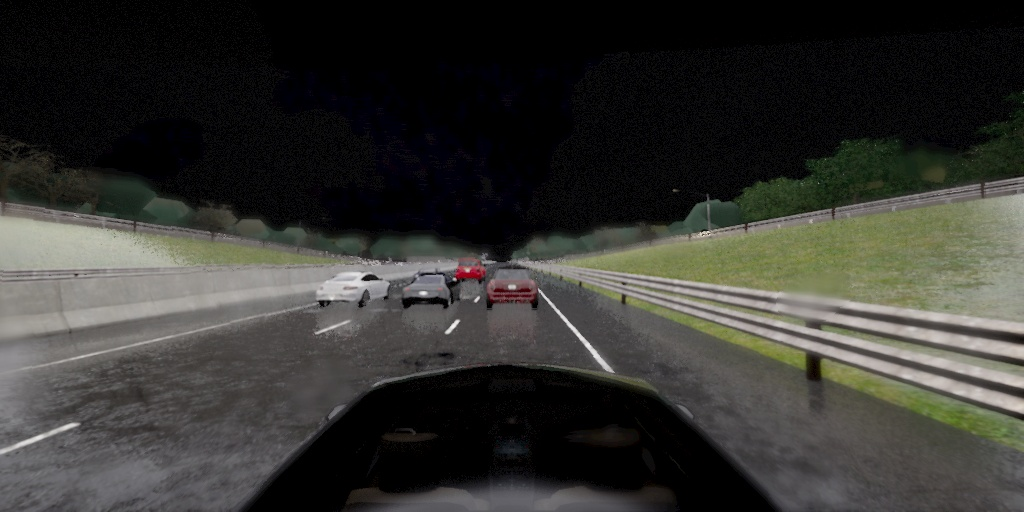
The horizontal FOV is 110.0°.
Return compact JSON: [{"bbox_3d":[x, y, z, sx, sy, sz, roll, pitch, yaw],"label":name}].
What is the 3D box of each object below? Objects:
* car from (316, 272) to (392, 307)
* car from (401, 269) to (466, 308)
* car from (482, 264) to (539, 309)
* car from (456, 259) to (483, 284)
[{"bbox_3d":[-6.992,1.424,16.239,1.812,1.442,4.674,0,0,0],"label":"car"},{"bbox_3d":[-3.493,1.462,16.161,1.994,1.385,4.181,0,-1,0],"label":"car"},{"bbox_3d":[0.007,1.246,15.942,2.097,1.767,4.553,0,-1,0],"label":"car"},{"bbox_3d":[-3.492,1.283,30.886,2.150,2.045,5.566,0,-1,0],"label":"car"}]
